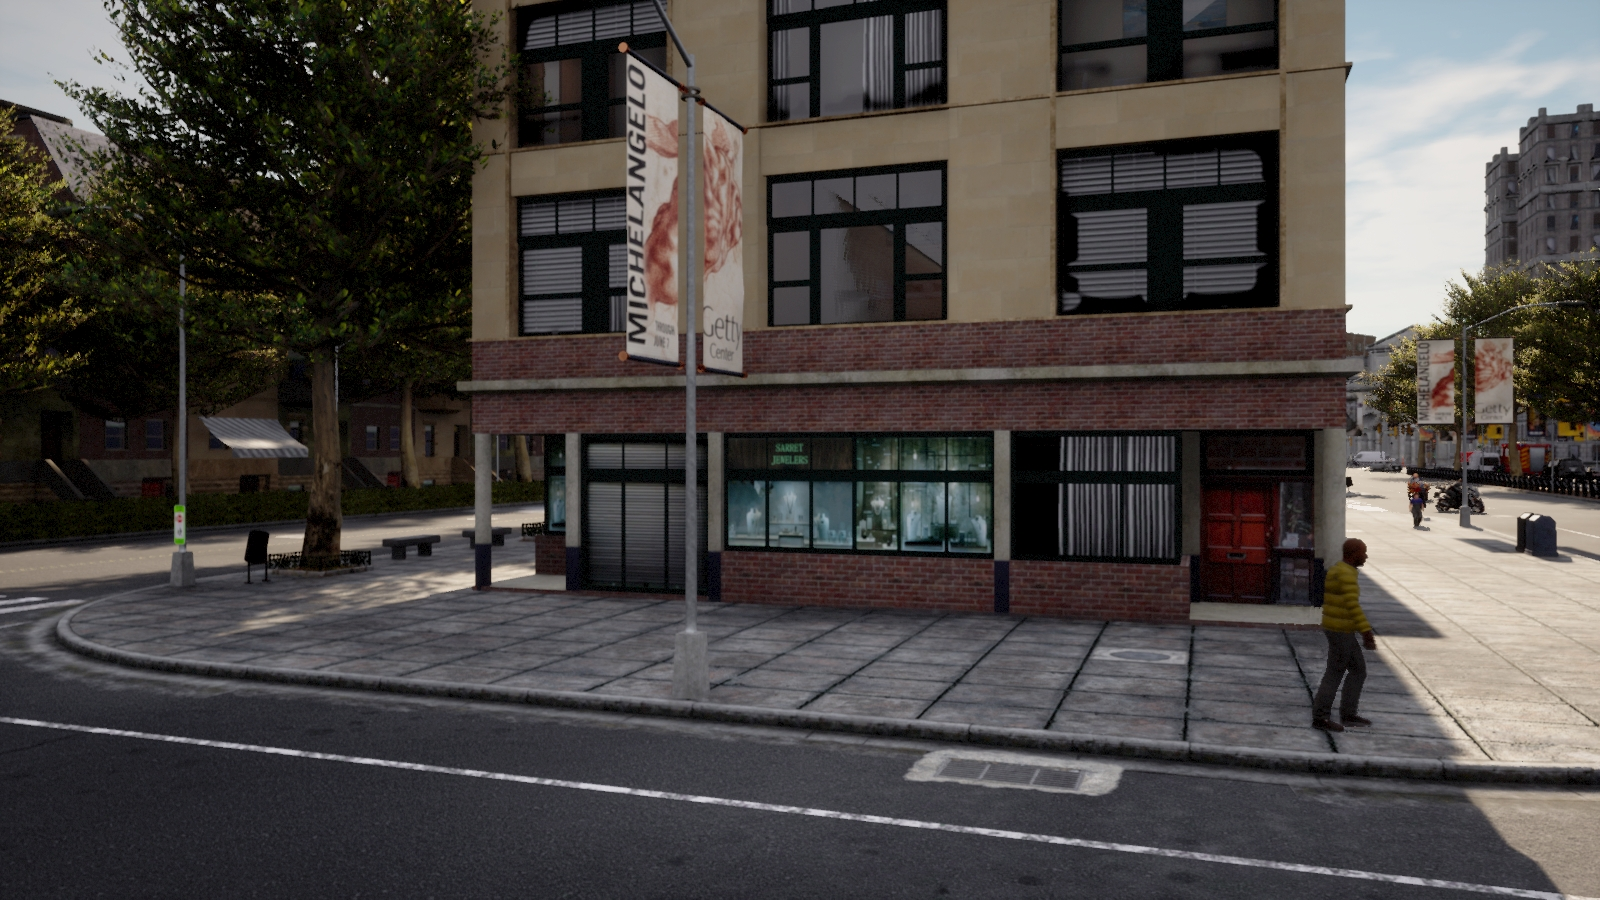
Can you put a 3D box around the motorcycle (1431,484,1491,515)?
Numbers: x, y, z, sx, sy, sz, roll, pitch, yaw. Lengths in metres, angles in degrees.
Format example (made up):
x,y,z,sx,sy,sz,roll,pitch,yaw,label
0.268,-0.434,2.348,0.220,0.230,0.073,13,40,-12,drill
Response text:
x,y,z,sx,sy,sz,roll,pitch,yaw,label
29.666,2.200,51.316,0.867,1.251,2.209,-3,1,-28,motorcycle

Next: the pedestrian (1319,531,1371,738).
x,y,z,sx,sy,sz,roll,pitch,yaw,label
5.067,1.696,10.632,0.375,1.860,0.375,0,0,15,pedestrian

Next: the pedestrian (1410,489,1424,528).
x,y,z,sx,sy,sz,roll,pitch,yaw,label
21.001,1.974,38.905,0.375,1.300,0.375,0,0,19,pedestrian
